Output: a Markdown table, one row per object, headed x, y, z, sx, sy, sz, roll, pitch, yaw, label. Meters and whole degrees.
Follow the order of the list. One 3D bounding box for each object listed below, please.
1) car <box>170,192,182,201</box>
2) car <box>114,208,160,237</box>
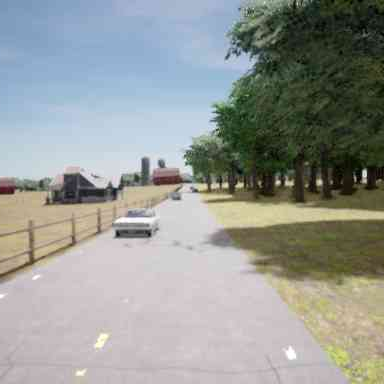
| x | y | z | sx | sy | sz | roll | pitch | yaw | label |
| --- | --- | --- | --- | --- | --- | --- | --- | --- | --- |
| -2.775 | 0.809 | 58.770 | 1.837 | 1.490 | 4.892 | 0 | 1 | 1 | car |
| -2.843 | 1.569 | 17.981 | 1.895 | 1.301 | 4.718 | 0 | 0 | 0 | car |
